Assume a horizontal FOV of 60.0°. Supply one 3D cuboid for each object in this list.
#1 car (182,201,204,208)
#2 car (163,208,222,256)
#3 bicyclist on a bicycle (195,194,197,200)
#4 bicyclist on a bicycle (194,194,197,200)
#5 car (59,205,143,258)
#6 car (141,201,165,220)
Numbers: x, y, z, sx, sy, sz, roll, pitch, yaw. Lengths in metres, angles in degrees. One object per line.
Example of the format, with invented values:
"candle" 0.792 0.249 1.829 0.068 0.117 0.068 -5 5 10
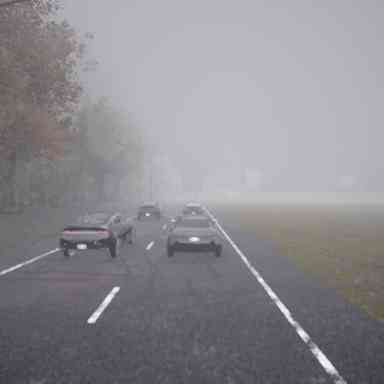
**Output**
"car" 0.097 1.510 28.926 1.812 1.442 4.674 0 0 0
"car" 0.090 1.557 13.191 1.994 1.385 4.181 0 0 0
"bicyclist on a bicycle" 0.985 1.413 81.524 0.582 1.620 1.656 0 0 0
"bicyclist on a bicycle" 0.983 1.396 90.523 0.866 1.612 1.509 0 0 0
"car" -3.410 1.484 12.757 2.128 1.511 4.902 0 0 0
"car" -3.405 1.490 28.021 1.837 1.490 4.892 0 0 0
